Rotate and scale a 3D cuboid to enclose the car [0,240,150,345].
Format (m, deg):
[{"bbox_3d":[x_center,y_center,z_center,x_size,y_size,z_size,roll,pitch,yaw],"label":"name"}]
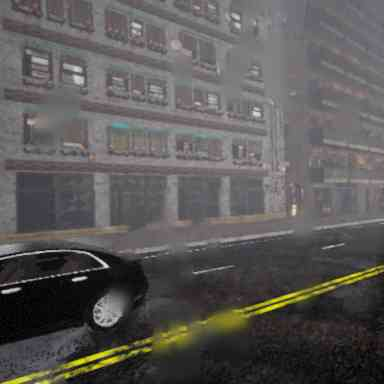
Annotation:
[{"bbox_3d":[-3.061,1.632,5.470,4.892,1.490,1.837,0,-1,-37],"label":"car"}]
